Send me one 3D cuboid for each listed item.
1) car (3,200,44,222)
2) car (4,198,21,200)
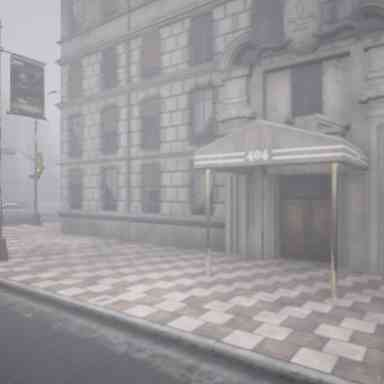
[{"bbox_3d":[-13.981,1.611,25.979,1.812,1.442,4.674,0,-1,36],"label":"car"},{"bbox_3d":[-22.215,1.528,40.377,1.882,1.535,5.008,0,0,36],"label":"car"}]
